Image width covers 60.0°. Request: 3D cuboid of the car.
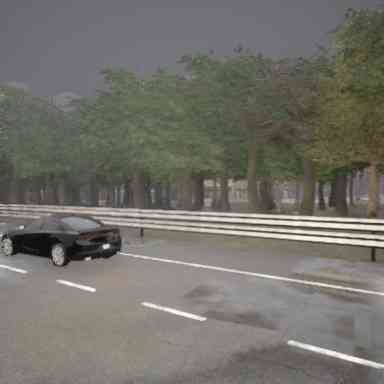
[{"bbox_3d":[-4.593,1.503,11.451,5.008,1.535,1.882,0,0,36],"label":"car"}]
